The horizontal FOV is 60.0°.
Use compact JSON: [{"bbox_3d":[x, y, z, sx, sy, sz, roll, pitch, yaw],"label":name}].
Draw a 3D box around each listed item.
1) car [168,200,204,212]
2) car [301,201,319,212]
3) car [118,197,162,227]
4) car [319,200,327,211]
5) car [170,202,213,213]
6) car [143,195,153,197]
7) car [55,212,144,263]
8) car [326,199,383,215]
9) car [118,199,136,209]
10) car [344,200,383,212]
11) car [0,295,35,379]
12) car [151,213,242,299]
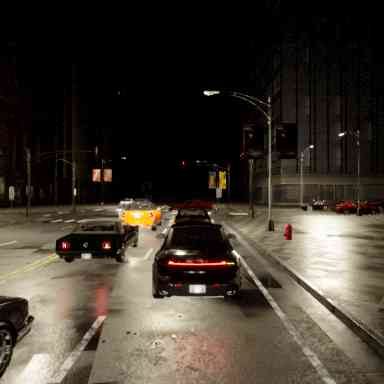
[{"bbox_3d":[-0.168,1.594,36.831,5.008,1.535,1.882,0,-1,-1],"label":"car"},{"bbox_3d":[15.262,1.661,39.837,4.313,1.339,1.947,0,0,-1],"label":"car"},{"bbox_3d":[-3.109,1.395,21.050,2.097,1.767,4.553,0,0,0],"label":"car"},{"bbox_3d":[17.231,1.560,37.110,4.892,1.490,1.837,0,-1,-1],"label":"car"},{"bbox_3d":[0.035,1.509,17.937,1.882,1.535,5.008,0,0,0],"label":"car"},{"bbox_3d":[-9.612,1.600,71.825,2.150,2.045,5.566,0,0,0],"label":"car"},{"bbox_3d":[-3.125,1.615,12.057,1.895,1.301,4.718,0,0,0],"label":"car"},{"bbox_3d":[15.376,1.576,31.313,4.206,1.307,1.802,0,0,-1],"label":"car"},{"bbox_3d":[-9.746,1.743,50.463,1.812,1.442,4.674,0,0,0],"label":"car"},{"bbox_3d":[20.902,1.642,39.914,4.313,1.339,1.947,0,0,-1],"label":"car"},{"bbox_3d":[-3.152,1.548,2.269,2.033,1.411,5.357,0,0,0],"label":"car"},{"bbox_3d":[0.114,1.511,8.446,1.837,1.490,4.892,0,0,0],"label":"car"}]
